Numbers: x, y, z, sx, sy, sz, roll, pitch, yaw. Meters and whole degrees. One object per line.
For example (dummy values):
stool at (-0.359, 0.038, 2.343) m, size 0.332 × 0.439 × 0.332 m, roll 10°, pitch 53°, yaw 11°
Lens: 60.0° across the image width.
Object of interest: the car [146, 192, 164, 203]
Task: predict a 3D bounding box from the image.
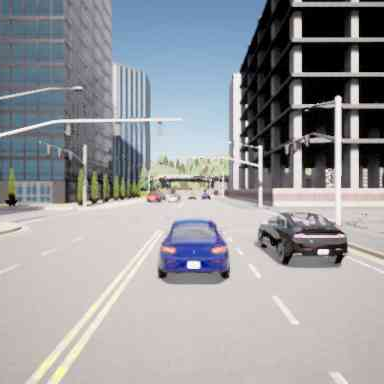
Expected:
car at (-7.030, 0.946, 61.150) m, size 2.150 × 2.045 × 5.566 m, roll 0°, pitch 0°, yaw 1°

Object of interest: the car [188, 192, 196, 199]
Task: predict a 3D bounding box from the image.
car at (0.005, 0.941, 88.489) m, size 2.097 × 1.767 × 4.553 m, roll 0°, pitch 0°, yaw 0°

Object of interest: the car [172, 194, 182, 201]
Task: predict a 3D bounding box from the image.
car at (-3.496, 1.194, 76.773) m, size 2.033 × 1.411 × 5.357 m, roll 0°, pitch 0°, yaw 0°

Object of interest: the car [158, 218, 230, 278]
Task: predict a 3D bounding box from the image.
car at (0.060, 1.481, 9.851) m, size 1.812 × 1.442 × 4.674 m, roll 0°, pitch 0°, yaw 0°

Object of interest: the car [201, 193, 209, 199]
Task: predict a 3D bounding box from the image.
car at (3.505, 1.085, 88.520) m, size 1.837 × 1.490 × 4.892 m, roll 0°, pitch 0°, yaw 0°

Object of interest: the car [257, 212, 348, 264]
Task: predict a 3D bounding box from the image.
car at (3.580, 1.437, 11.568) m, size 2.128 × 1.511 × 4.902 m, roll 0°, pitch 0°, yaw -1°

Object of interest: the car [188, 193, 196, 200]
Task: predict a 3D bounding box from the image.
car at (0.004, 1.234, 79.788) m, size 1.895 × 1.301 × 4.718 m, roll 0°, pitch 0°, yaw 0°

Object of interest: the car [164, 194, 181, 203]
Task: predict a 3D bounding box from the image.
car at (-3.536, 1.250, 61.282) m, size 1.812 × 1.442 × 4.674 m, roll 0°, pitch 0°, yaw 1°

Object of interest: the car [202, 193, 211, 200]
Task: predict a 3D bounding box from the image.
car at (3.504, 1.165, 79.445) m, size 1.812 × 1.442 × 4.674 m, roll 0°, pitch 0°, yaw 0°
